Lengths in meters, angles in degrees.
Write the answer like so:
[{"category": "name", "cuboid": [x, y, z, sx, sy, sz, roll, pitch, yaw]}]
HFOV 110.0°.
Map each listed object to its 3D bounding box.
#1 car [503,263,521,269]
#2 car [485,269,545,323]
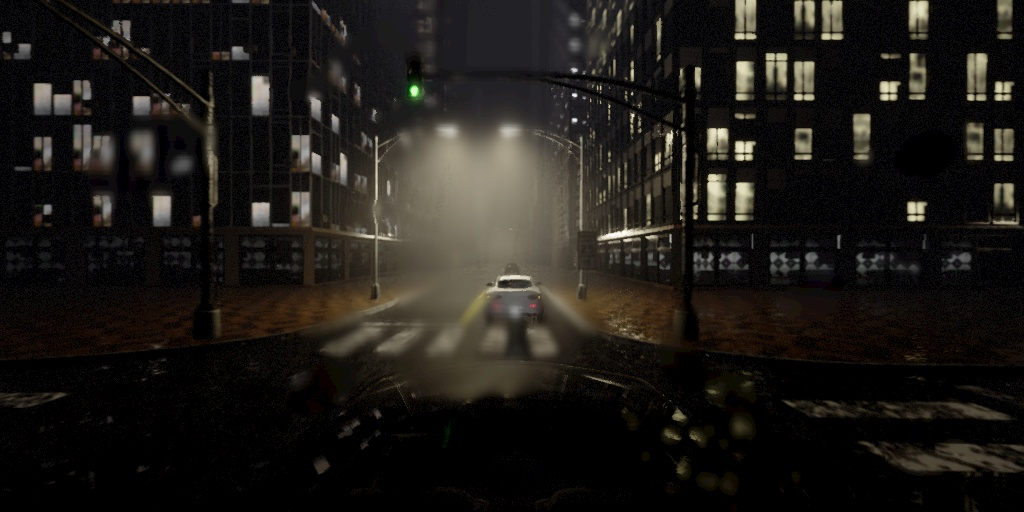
[{"category": "car", "cuboid": [-0.007, 1.634, 45.875, 1.837, 1.490, 4.892, 0, -1, 0]}, {"category": "car", "cuboid": [0.101, 1.355, 12.437, 1.812, 1.442, 4.674, 0, 0, 0]}]
